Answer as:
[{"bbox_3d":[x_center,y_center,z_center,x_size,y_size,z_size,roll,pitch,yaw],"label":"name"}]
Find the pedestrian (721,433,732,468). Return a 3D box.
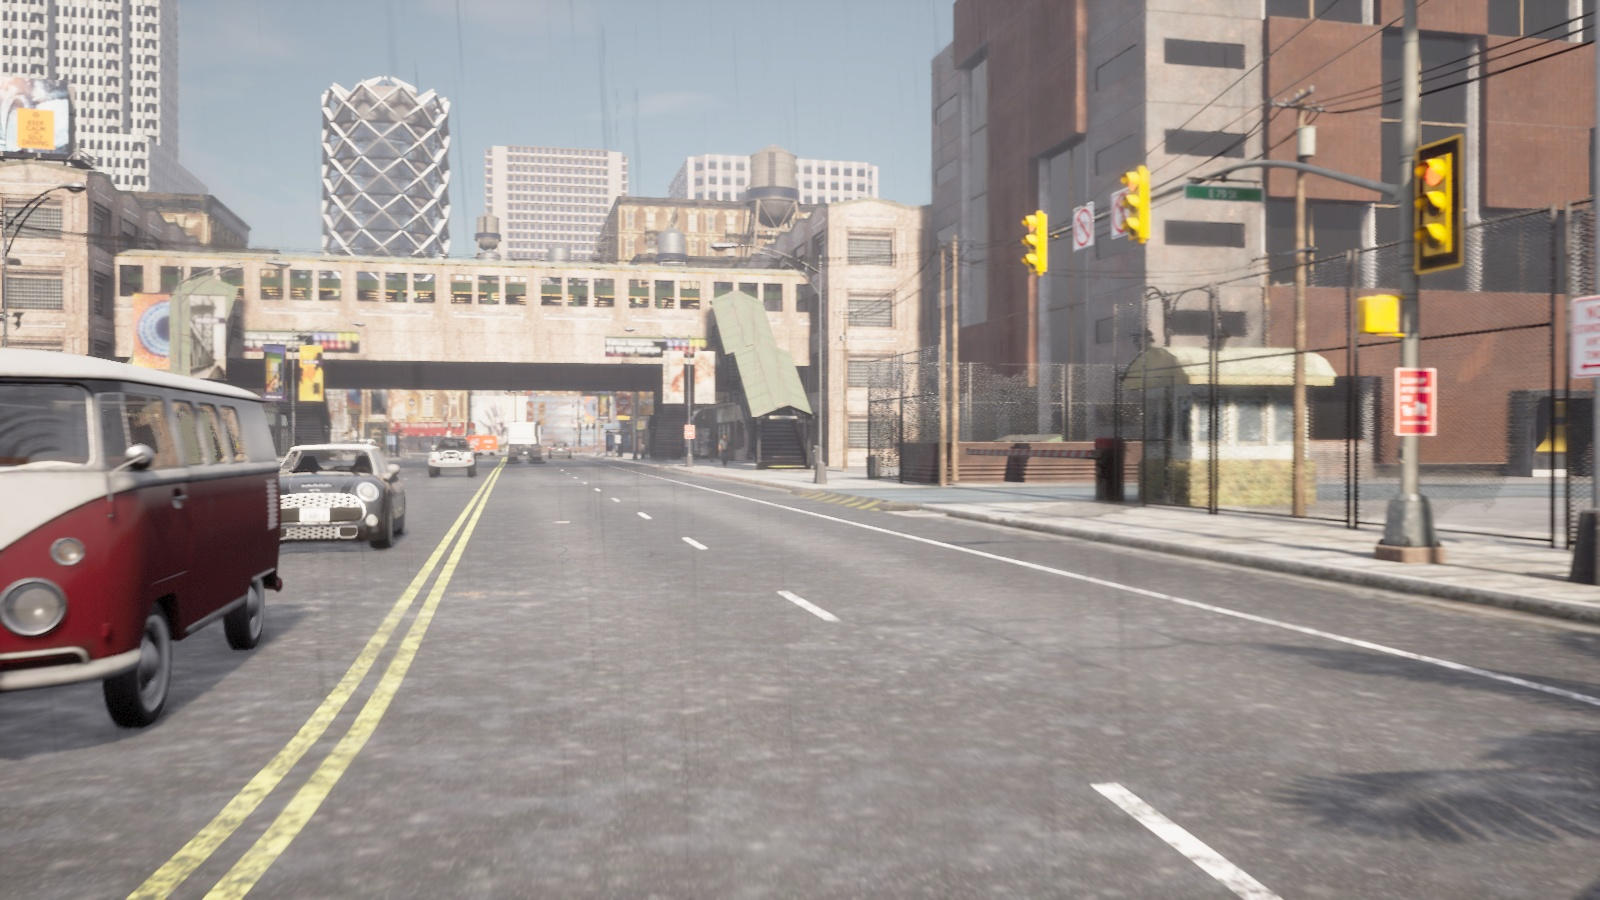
[{"bbox_3d":[-3.911,0.024,67.216,0.540,1.848,0.694,0,0,-7],"label":"pedestrian"}]

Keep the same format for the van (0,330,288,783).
[{"bbox_3d":[-4.451,0.456,7.574,1.775,1.987,4.442,0,0,-12],"label":"van"}]

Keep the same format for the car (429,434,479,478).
[{"bbox_3d":[-15.505,0.244,56.426,1.932,1.855,4.605,0,0,-13],"label":"car"}]

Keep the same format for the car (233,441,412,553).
[{"bbox_3d":[-6.918,0.606,18.584,1.970,1.475,3.806,0,0,-13],"label":"car"}]
